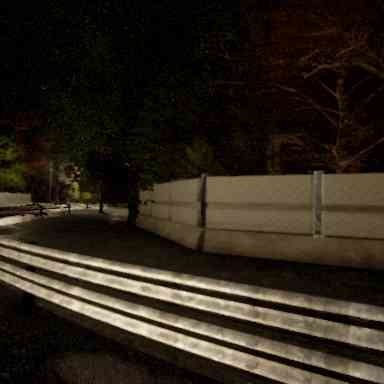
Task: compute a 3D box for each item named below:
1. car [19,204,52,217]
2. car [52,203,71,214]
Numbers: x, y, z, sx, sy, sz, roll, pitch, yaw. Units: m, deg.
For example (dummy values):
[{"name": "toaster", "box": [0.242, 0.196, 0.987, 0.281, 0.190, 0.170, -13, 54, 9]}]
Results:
[{"name": "car", "box": [-18.691, 2.162, 39.369, 1.837, 1.490, 4.892, 1, -1, -4]}, {"name": "car", "box": [-19.445, 2.390, 49.377, 1.837, 1.490, 4.892, 1, -1, -3]}]
